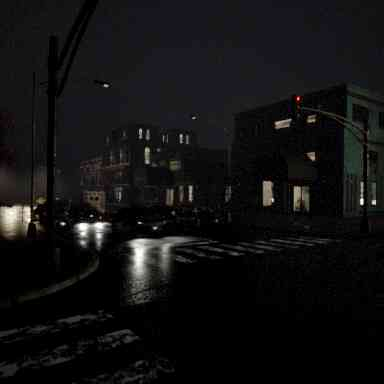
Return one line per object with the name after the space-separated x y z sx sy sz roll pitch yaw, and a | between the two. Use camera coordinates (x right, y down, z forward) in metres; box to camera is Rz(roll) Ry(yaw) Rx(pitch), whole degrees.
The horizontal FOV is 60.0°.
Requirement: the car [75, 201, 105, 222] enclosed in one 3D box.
-8.806 1.662 26.993 1.994 1.385 4.181 1 -1 -35 | car

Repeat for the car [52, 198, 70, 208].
-22.402 1.778 56.761 1.967 1.590 4.097 1 -1 -35 | car

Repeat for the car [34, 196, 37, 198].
-31.988 1.944 70.585 1.752 1.417 4.829 1 -1 -35 | car

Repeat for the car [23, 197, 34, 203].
-41.381 2.051 84.130 2.008 1.369 4.403 1 -1 -35 | car

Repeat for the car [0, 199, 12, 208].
-29.191 1.738 51.844 1.752 1.417 4.829 1 -1 -35 | car

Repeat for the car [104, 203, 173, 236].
-3.157 1.578 18.890 1.812 1.442 4.674 1 -1 -33 | car

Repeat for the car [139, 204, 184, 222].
-2.714 1.741 28.593 1.947 1.339 4.313 1 -1 -35 | car

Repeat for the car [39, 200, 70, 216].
-14.784 1.640 35.644 2.128 1.511 4.902 1 -1 -34 | car

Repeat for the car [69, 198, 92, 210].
-16.035 1.725 47.669 1.967 1.590 4.097 1 -1 -35 | car

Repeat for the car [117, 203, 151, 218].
-5.837 1.783 33.096 1.802 1.307 4.206 1 -1 -35 | car

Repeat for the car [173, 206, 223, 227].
0.409 1.701 24.088 2.008 1.369 4.403 1 -1 -35 | car

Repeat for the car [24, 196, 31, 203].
-38.216 1.788 79.571 2.192 1.841 5.009 1 -1 -35 | car

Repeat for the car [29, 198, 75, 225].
-10.416 1.492 24.542 1.967 1.590 4.097 1 -1 -35 | car

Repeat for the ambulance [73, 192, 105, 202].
-11.712 1.220 36.641 2.351 2.431 6.366 1 -1 -35 | ambulance
